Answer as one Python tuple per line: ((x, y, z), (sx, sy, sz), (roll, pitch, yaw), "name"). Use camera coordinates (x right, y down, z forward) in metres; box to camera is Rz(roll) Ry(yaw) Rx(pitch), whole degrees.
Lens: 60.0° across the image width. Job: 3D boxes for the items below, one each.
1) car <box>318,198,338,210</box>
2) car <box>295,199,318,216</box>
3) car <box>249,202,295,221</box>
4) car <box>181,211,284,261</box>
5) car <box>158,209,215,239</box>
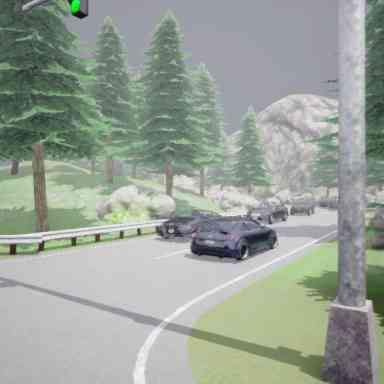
((18.089, 1.546, 43.622), (2.128, 1.511, 4.902), (1, 0, -4), "car")
((11.220, 1.519, 33.580), (1.837, 1.490, 4.892), (0, 0, 27), "car")
((5.728, 1.506, 24.964), (2.128, 1.511, 4.902), (0, 0, 34), "car")
((1.709, 1.640, 12.561), (1.994, 1.385, 4.181), (0, -1, 34), "car")
((0.170, 1.578, 16.717), (1.994, 1.385, 4.181), (0, 0, 34), "car")
